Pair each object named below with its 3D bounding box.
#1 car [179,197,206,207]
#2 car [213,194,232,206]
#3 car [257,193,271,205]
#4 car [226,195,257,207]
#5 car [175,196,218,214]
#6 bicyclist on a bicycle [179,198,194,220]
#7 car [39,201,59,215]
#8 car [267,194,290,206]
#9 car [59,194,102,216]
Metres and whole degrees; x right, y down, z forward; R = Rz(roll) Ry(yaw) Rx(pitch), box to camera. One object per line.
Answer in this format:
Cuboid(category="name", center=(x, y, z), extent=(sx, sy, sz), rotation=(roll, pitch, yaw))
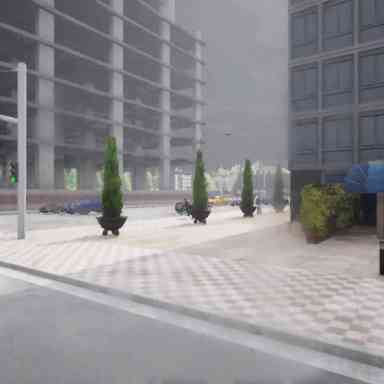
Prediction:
Cuboid(category="car", center=(0.189, 1.510, 52.466), extent=(1.812, 1.442, 4.674), rotation=(0, 0, 36))
Cuboid(category="car", center=(3.667, 1.464, 51.291), extent=(1.882, 1.535, 5.008), rotation=(0, 0, 36))
Cuboid(category="car", center=(12.843, 1.340, 57.926), extent=(2.097, 1.767, 4.553), rotation=(0, 0, 36))
Cuboid(category="car", center=(7.626, 1.589, 50.609), extent=(1.895, 1.301, 4.718), rotation=(0, 0, 36))
Cuboid(category="car", center=(0.224, 1.482, 34.310), extent=(2.128, 1.511, 4.902), rotation=(0, 0, 36))
Cuboid(category="bicyclist on a bicycle", center=(-0.367, 1.293, 25.316), extent=(1.656, 1.620, 0.582), rotation=(0, 0, 36))
Cuboid(category="car", center=(-13.280, 1.548, 33.882), extent=(1.994, 1.385, 4.181), rotation=(0, 0, 36))
Cuboid(category="car", center=(14.543, 1.481, 54.158), extent=(2.128, 1.511, 4.902), rotation=(0, 0, 36))
Cuboid(category="car", center=(-9.756, 1.208, 32.783), extent=(2.150, 2.045, 5.566), rotation=(0, 0, 36))
